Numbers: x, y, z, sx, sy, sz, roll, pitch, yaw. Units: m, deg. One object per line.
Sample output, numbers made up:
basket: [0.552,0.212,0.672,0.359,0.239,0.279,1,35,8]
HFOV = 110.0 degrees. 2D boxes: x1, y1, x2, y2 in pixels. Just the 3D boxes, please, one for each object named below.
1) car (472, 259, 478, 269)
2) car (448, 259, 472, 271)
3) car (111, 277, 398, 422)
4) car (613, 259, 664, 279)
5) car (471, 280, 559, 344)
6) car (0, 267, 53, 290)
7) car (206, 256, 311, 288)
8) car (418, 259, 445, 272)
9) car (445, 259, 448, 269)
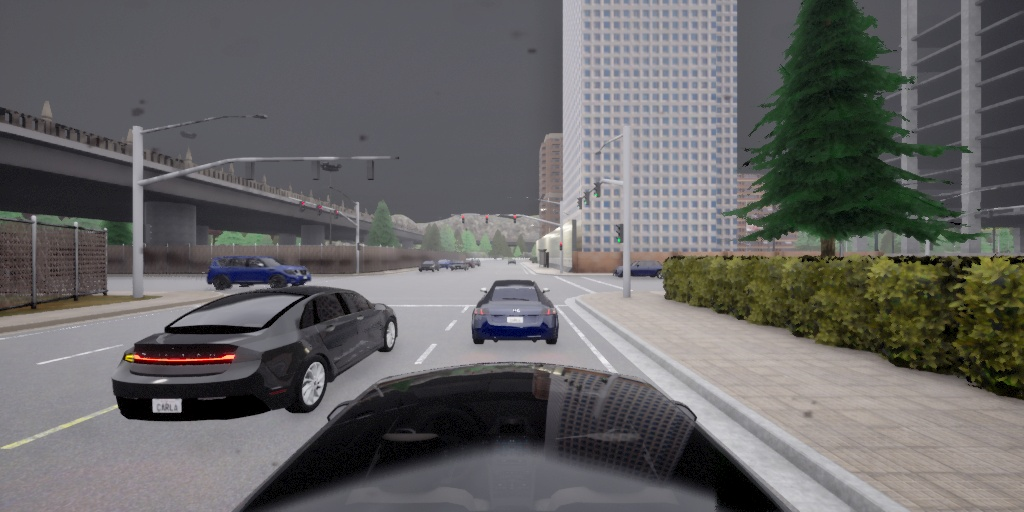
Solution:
car: [-7.094,1.351,57.938,1.895,1.301,4.718,0,0,0]
car: [-7.095,1.314,49.184,1.994,1.385,4.181,0,0,0]
car: [-3.441,1.255,6.020,1.837,1.490,4.892,0,0,0]
car: [11.637,1.157,32.856,4.553,1.767,2.097,0,0,0]
car: [0.077,1.314,9.564,1.994,1.385,4.181,0,0,0]
car: [-31.227,1.370,22.058,4.181,1.385,1.994,0,0,0]
car: [-15.519,1.014,22.092,5.566,2.045,2.150,-1,0,0]
car: [-10.602,1.297,46.431,2.033,1.411,5.357,0,0,0]
car: [-10.599,1.228,55.881,1.882,1.535,5.008,0,0,0]
